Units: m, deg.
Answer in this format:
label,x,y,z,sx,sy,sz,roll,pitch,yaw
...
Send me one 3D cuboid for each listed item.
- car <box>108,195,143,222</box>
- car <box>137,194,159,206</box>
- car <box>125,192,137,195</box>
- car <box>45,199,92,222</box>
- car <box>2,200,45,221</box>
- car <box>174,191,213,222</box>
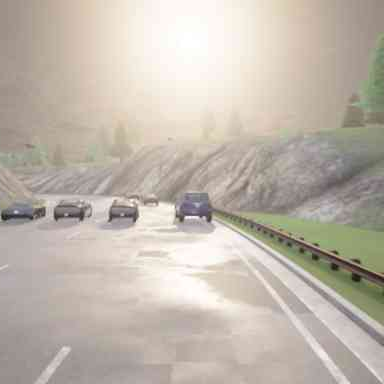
label,x,y,z,sx,sy,sz,roll,pitch,yaw
car,-4.694,1.202,23.195,2.128,1.511,4.902,0,1,-8
car,-5.637,0.980,43.809,1.812,1.442,4.674,0,1,-18
car,-10.409,0.792,57.309,1.837,1.490,4.892,0,1,-25
car,-8.225,1.202,23.212,2.128,1.511,4.902,0,1,-8
car,-11.882,1.267,23.820,1.994,1.385,4.181,0,1,-10
car,0.013,0.932,23.354,2.150,2.045,5.566,0,1,-8
